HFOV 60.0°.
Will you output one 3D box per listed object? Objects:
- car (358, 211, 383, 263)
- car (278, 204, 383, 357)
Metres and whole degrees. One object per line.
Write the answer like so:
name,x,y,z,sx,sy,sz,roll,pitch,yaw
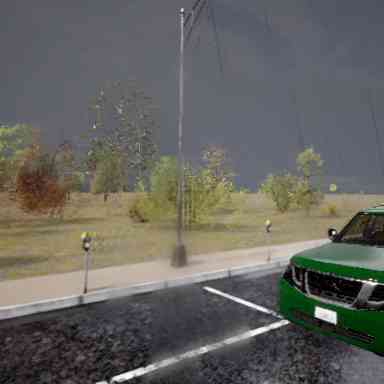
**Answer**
car,7.939,1.501,11.752,4.097,1.590,1.967,0,1,-35
car,3.982,1.252,5.914,5.566,2.045,2.150,0,0,-36
